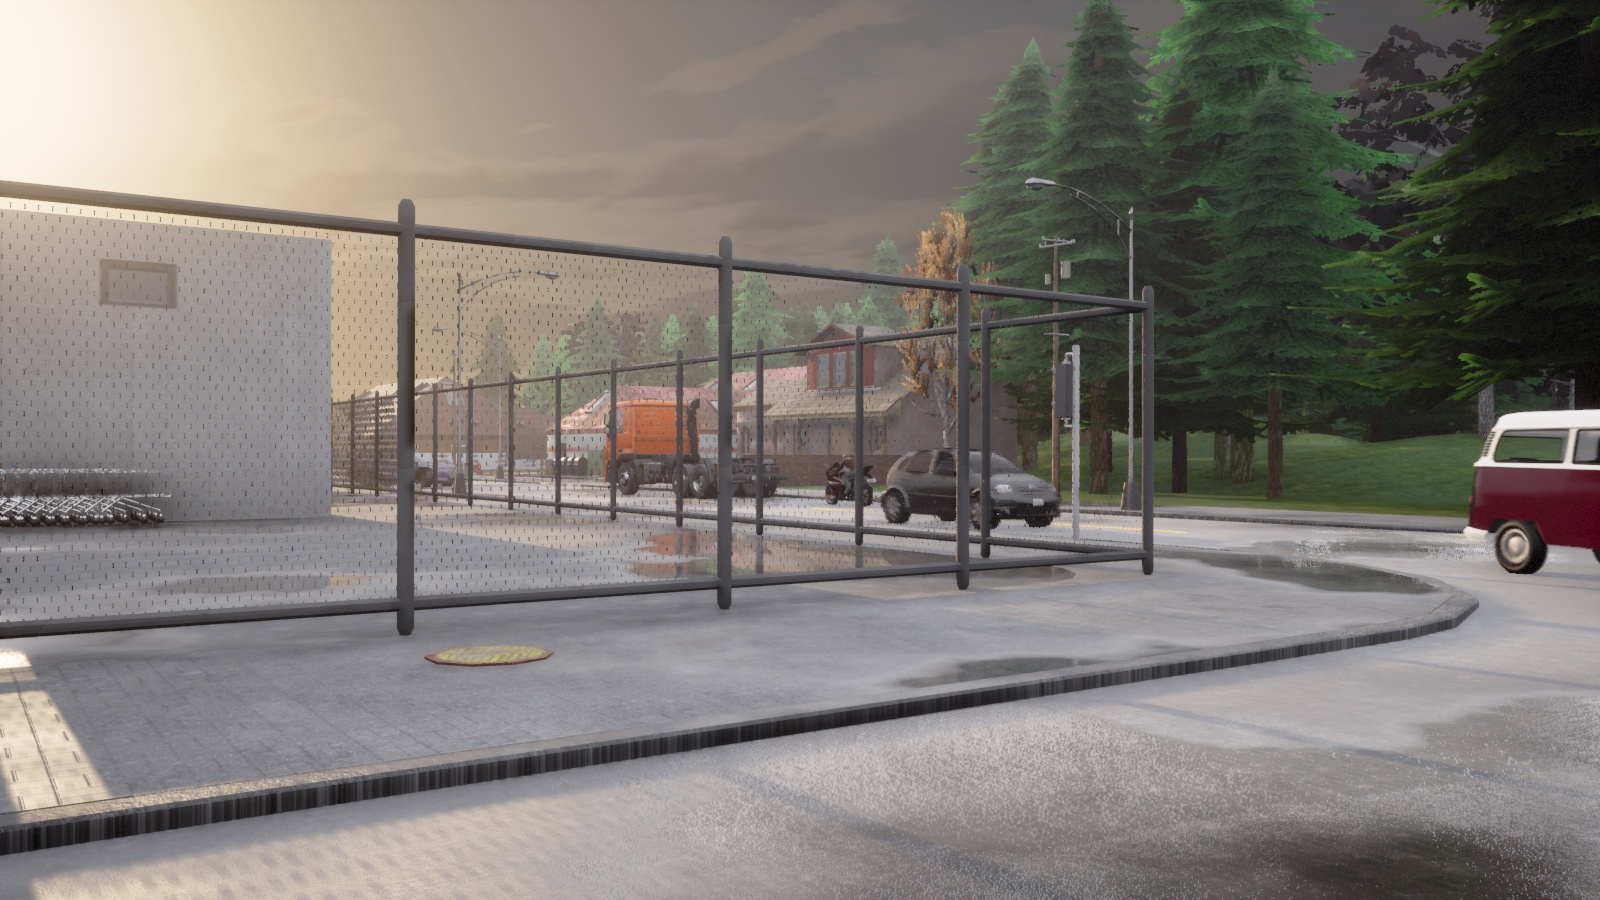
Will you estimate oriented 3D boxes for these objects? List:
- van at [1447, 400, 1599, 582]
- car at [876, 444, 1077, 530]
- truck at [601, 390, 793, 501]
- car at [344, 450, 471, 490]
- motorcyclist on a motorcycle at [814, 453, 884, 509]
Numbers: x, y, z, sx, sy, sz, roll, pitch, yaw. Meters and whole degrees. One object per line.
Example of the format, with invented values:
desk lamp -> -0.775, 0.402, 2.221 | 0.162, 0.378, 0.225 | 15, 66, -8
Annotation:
van -> 9.960, 0.482, 14.466 | 2.069, 2.038, 4.480 | 1, 0, -12
car -> 3.524, 0.698, 25.721 | 1.851, 1.617, 3.988 | 0, 0, -35
truck -> -3.727, -0.123, 43.236 | 2.891, 3.462, 7.936 | 0, 0, -36
car -> -16.782, 0.842, 53.757 | 4.856, 1.649, 2.033 | 0, -1, 17
motorcyclist on a motorcycle -> 1.377, 0.865, 35.853 | 0.866, 1.530, 2.191 | 0, 0, -35
